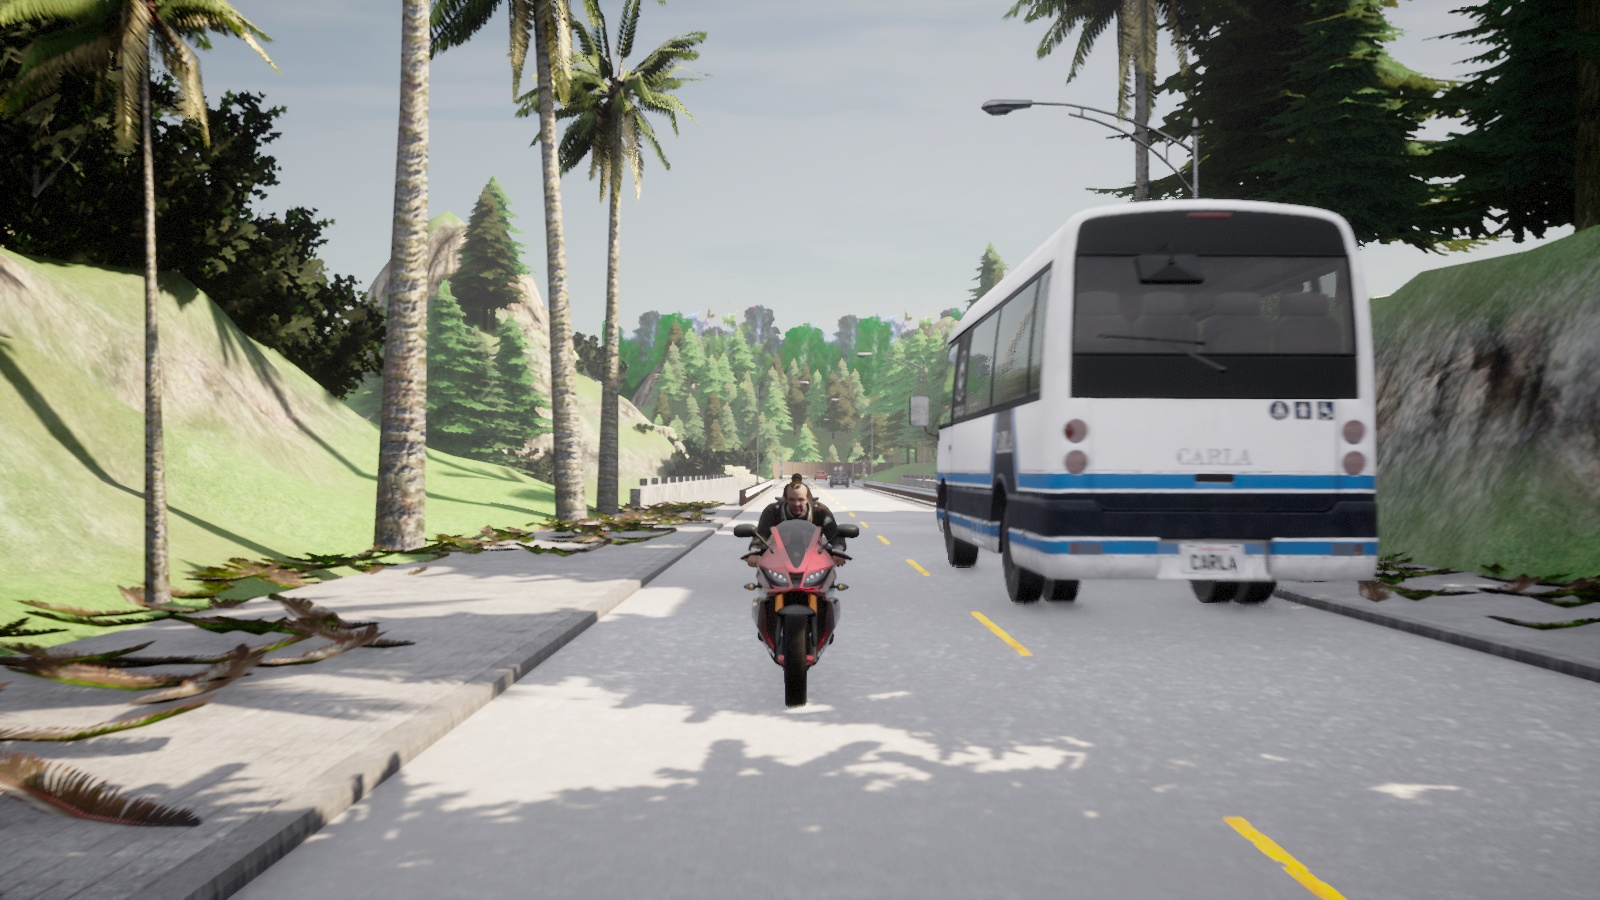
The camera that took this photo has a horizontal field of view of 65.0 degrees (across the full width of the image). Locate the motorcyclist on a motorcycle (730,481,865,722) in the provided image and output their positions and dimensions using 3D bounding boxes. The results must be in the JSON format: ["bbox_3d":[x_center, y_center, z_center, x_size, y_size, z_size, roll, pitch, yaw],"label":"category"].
[{"bbox_3d":[-0.019,1.004,9.195,0.866,1.530,2.191,0,-1,0],"label":"motorcyclist on a motorcycle"}]

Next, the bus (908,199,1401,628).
[{"bbox_3d":[3.957,-0.283,17.595,3.944,4.253,10.273,0,-1,0],"label":"bus"}]
